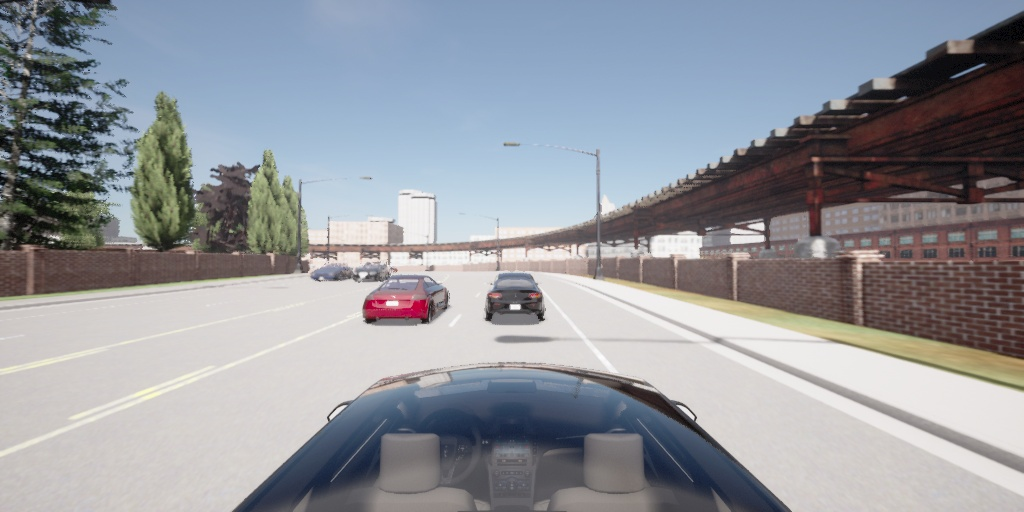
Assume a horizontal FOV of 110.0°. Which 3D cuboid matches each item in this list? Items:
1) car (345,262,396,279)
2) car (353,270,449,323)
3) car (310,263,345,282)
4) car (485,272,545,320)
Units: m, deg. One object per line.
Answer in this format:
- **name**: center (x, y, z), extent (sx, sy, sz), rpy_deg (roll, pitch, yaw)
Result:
- **car**: center (-11.137, 1.249, 28.683), extent (2.128, 1.511, 4.902), rpy_deg (0, 0, -5)
- **car**: center (-3.397, 1.319, 12.182), extent (1.994, 1.385, 4.181), rpy_deg (0, 0, 0)
- **car**: center (-14.685, 1.302, 29.776), extent (2.033, 1.411, 5.357), rpy_deg (0, 0, -6)
- **car**: center (0.089, 1.281, 12.478), extent (1.812, 1.442, 4.674), rpy_deg (0, 0, 0)
